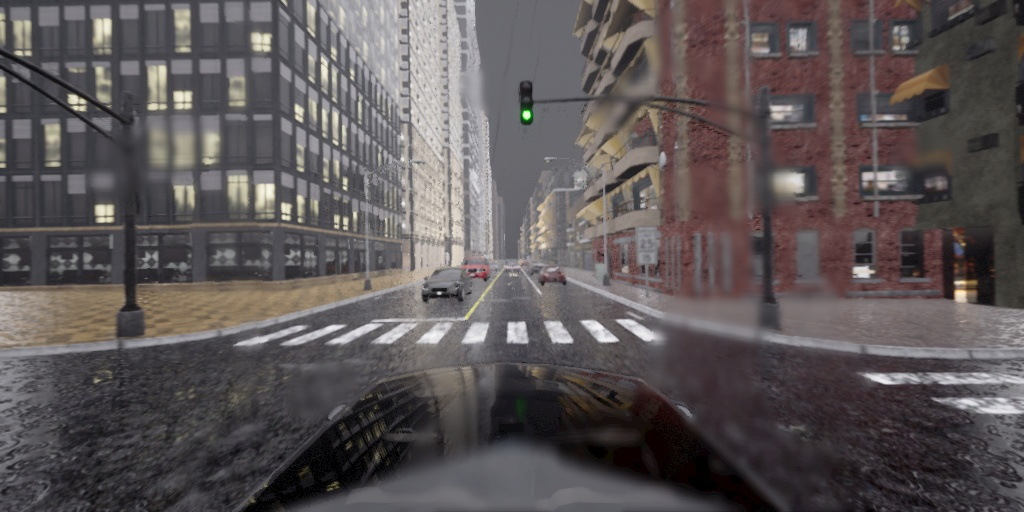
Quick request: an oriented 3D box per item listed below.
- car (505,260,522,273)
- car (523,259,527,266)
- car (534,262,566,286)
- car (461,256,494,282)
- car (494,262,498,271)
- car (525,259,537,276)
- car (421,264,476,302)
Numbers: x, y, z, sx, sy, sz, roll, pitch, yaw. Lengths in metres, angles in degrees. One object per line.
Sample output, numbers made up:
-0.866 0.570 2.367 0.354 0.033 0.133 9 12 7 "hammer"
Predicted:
0.026 1.465 47.233 1.895 1.301 4.718 -1 0 0 "car"
2.725 1.348 43.580 2.007 1.370 4.403 0 0 0 "car"
2.757 1.318 25.015 1.802 1.307 4.207 0 0 0 "car"
-3.084 1.087 31.120 2.150 2.045 5.566 -1 1 0 "car"
-2.973 1.540 51.444 1.895 1.301 4.718 -1 0 0 "car"
2.719 1.330 37.932 2.007 1.370 4.403 0 0 0 "car"
-3.104 1.335 17.704 1.837 1.490 4.892 -1 0 0 "car"
